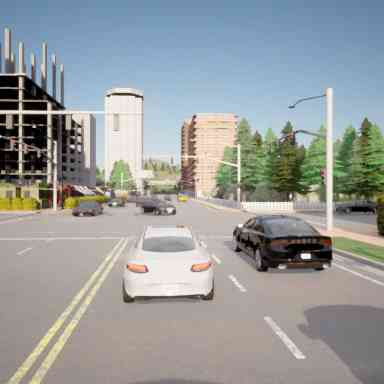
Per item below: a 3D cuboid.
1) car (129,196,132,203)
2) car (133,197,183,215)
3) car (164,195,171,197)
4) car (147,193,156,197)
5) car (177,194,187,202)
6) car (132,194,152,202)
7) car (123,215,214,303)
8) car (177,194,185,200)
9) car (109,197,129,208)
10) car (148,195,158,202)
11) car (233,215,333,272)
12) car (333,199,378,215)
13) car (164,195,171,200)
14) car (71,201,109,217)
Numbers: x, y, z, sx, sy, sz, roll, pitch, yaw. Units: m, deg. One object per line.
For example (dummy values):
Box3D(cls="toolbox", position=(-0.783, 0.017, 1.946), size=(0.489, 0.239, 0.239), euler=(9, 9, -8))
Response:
Box3D(cls="car", position=(-11.982, 1.477, 67.065), size=(1.882, 1.535, 5.008), euler=(0, 0, -4))
Box3D(cls="car", position=(-3.349, 1.491, 31.891), size=(2.128, 1.511, 4.902), euler=(-1, 0, -34))
Box3D(cls="car", position=(-5.732, 1.517, 77.691), size=(2.128, 1.511, 4.902), euler=(0, 0, -4))
Box3D(cls="car", position=(-8.275, 1.491, 63.880), size=(2.128, 1.511, 4.902), euler=(0, 0, -4))
Box3D(cls="car", position=(-2.169, 1.470, 76.971), size=(1.882, 1.535, 5.008), euler=(0, 0, -4))
Box3D(cls="car", position=(-7.152, 1.504, 47.966), size=(1.837, 1.490, 4.892), euler=(0, 0, -4))
Box3D(cls="car", position=(-0.597, 1.526, 8.162), size=(1.812, 1.442, 4.674), euler=(0, 0, -5))
Box3D(cls="car", position=(-2.871, 1.304, 86.518), size=(1.882, 1.535, 5.008), euler=(0, 0, -4))
Box3D(cls="car", position=(-10.605, 1.492, 47.167), size=(2.128, 1.511, 4.902), euler=(0, 0, -4))
Box3D(cls="car", position=(-9.340, 1.512, 79.040), size=(2.128, 1.511, 4.902), euler=(0, 0, -4))
Box3D(cls="car", position=(2.665, 1.478, 10.903), size=(1.882, 1.535, 5.008), euler=(0, 0, -5))
Box3D(cls="car", position=(17.026, 1.491, 34.053), size=(4.902, 1.511, 2.128), euler=(0, 0, -3))
Box3D(cls="car", position=(-6.362, 1.379, 86.262), size=(1.994, 1.385, 4.181), euler=(0, 0, -4))
Box3D(cls="car", position=(-9.562, 1.547, 31.030), size=(2.033, 1.411, 5.357), euler=(0, 0, -3))
